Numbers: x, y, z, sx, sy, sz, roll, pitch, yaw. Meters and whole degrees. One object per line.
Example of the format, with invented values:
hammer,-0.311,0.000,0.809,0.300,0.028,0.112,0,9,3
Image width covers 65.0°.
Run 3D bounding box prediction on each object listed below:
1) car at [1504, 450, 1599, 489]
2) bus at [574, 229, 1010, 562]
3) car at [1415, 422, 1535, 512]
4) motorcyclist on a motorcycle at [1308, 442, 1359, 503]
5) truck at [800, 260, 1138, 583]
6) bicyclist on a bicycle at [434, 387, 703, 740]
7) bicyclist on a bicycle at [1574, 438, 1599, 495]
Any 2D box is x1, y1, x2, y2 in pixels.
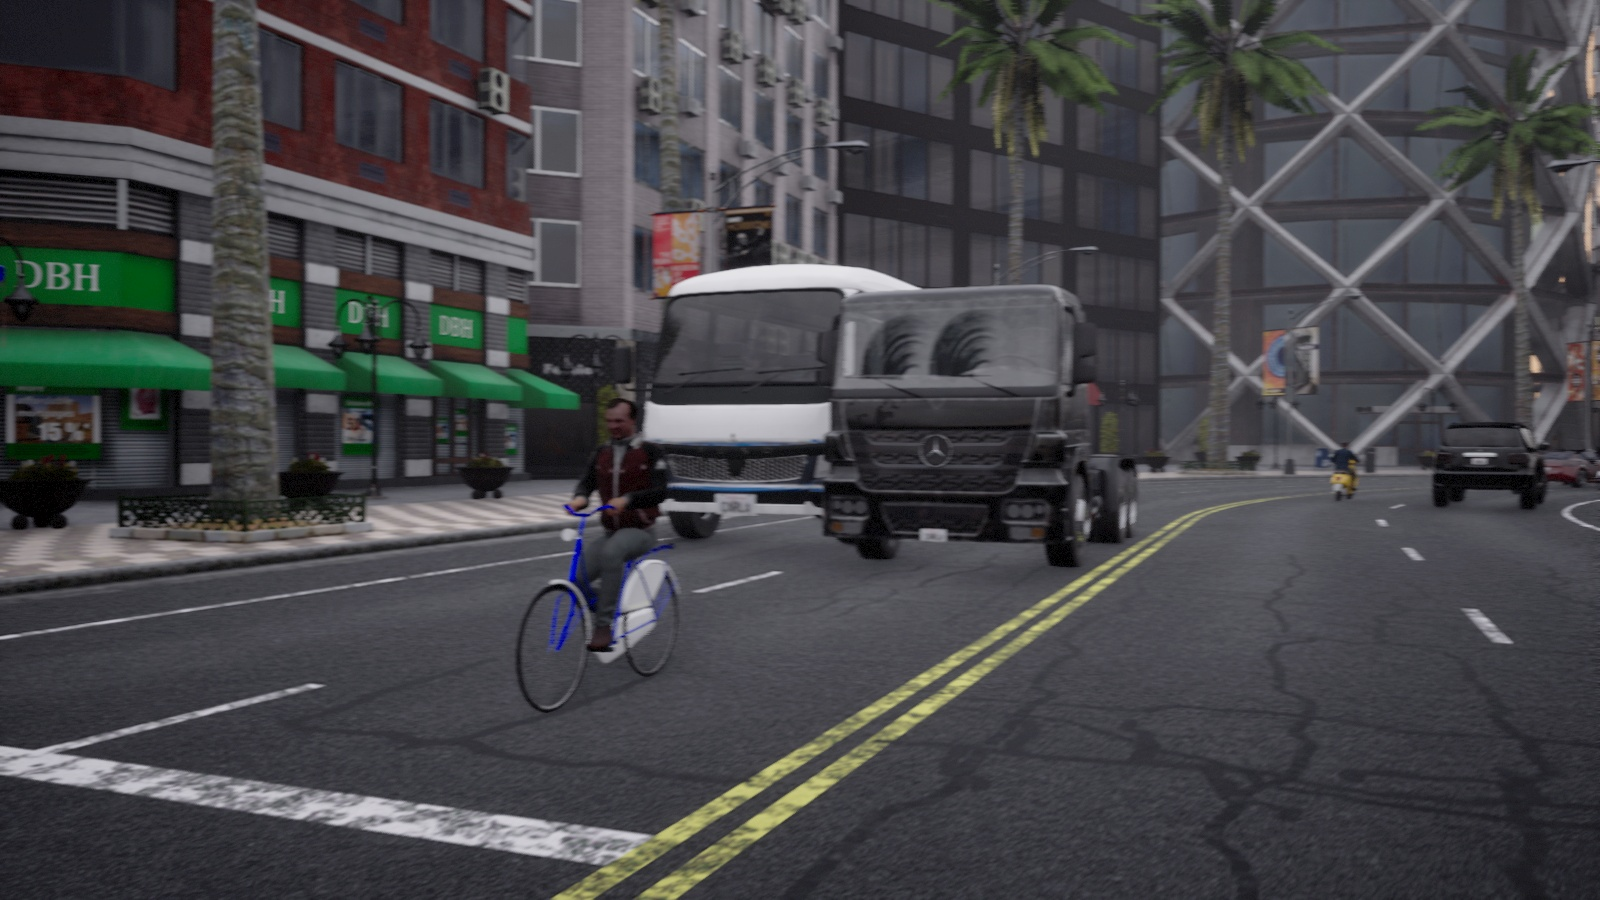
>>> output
car,28.081,0.685,46.197,4.181,1.385,1.994,0,0,-31
bus,0.562,-0.754,21.559,3.944,4.253,10.273,0,1,21
car,16.964,0.369,31.394,2.150,2.045,5.566,0,0,33
motorcyclist on a motorcycle,14.275,0.576,33.588,0.866,1.590,1.817,1,1,35
truck,2.802,-0.325,17.678,2.891,3.462,7.936,0,0,21
bicyclist on a bicycle,-1.262,0.567,7.287,0.659,1.776,1.843,0,0,21
bicyclist on a bicycle,25.568,0.513,40.276,1.843,1.776,0.659,0,1,-38
